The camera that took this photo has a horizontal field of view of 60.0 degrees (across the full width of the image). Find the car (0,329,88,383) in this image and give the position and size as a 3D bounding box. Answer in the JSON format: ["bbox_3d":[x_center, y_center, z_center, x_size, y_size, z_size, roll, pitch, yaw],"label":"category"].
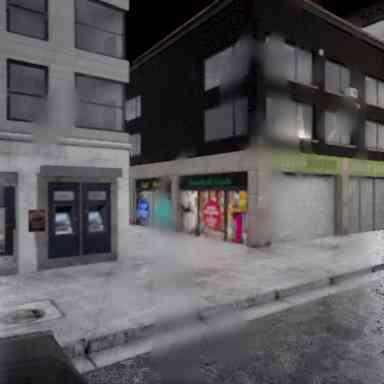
[{"bbox_3d":[-2.813,1.602,1.369,4.718,1.301,1.895,0,0,-36],"label":"car"}]
